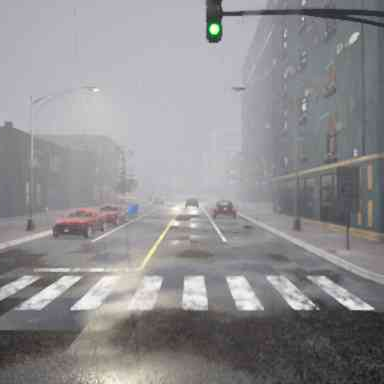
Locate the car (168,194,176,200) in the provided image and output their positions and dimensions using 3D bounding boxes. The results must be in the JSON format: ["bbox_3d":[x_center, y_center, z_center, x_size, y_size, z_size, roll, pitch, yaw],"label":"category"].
[{"bbox_3d":[-5.680,1.330,85.727,1.967,1.590,4.097,1,0,0],"label":"car"}]

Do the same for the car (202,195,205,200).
[{"bbox_3d":[2.698,1.409,91.646,1.752,1.417,4.829,1,0,0],"label":"car"}]

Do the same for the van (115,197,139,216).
[{"bbox_3d":[-5.674,1.302,28.861,1.690,1.788,3.998,1,0,0],"label":"van"}]

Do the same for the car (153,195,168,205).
[{"bbox_3d":[-5.681,1.506,57.294,1.802,1.307,4.206,1,0,0],"label":"car"}]

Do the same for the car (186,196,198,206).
[{"bbox_3d":[-0.004,1.404,55.587,1.882,1.535,5.008,0,0,0],"label":"car"}]

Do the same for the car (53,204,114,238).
[{"bbox_3d":[-5.754,1.521,17.492,1.887,1.381,4.507,1,0,0],"label":"car"}]

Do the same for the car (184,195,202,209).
[{"bbox_3d":[-0.003,1.445,45.162,1.837,1.490,4.892,0,0,0],"label":"car"}]

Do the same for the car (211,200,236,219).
[{"bbox_3d":[2.704,1.401,28.922,1.967,1.590,4.097,1,0,0],"label":"car"}]

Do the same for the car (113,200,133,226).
[{"bbox_3d":[-5.678,1.513,23.174,1.887,1.381,4.507,1,0,0],"label":"car"}]
